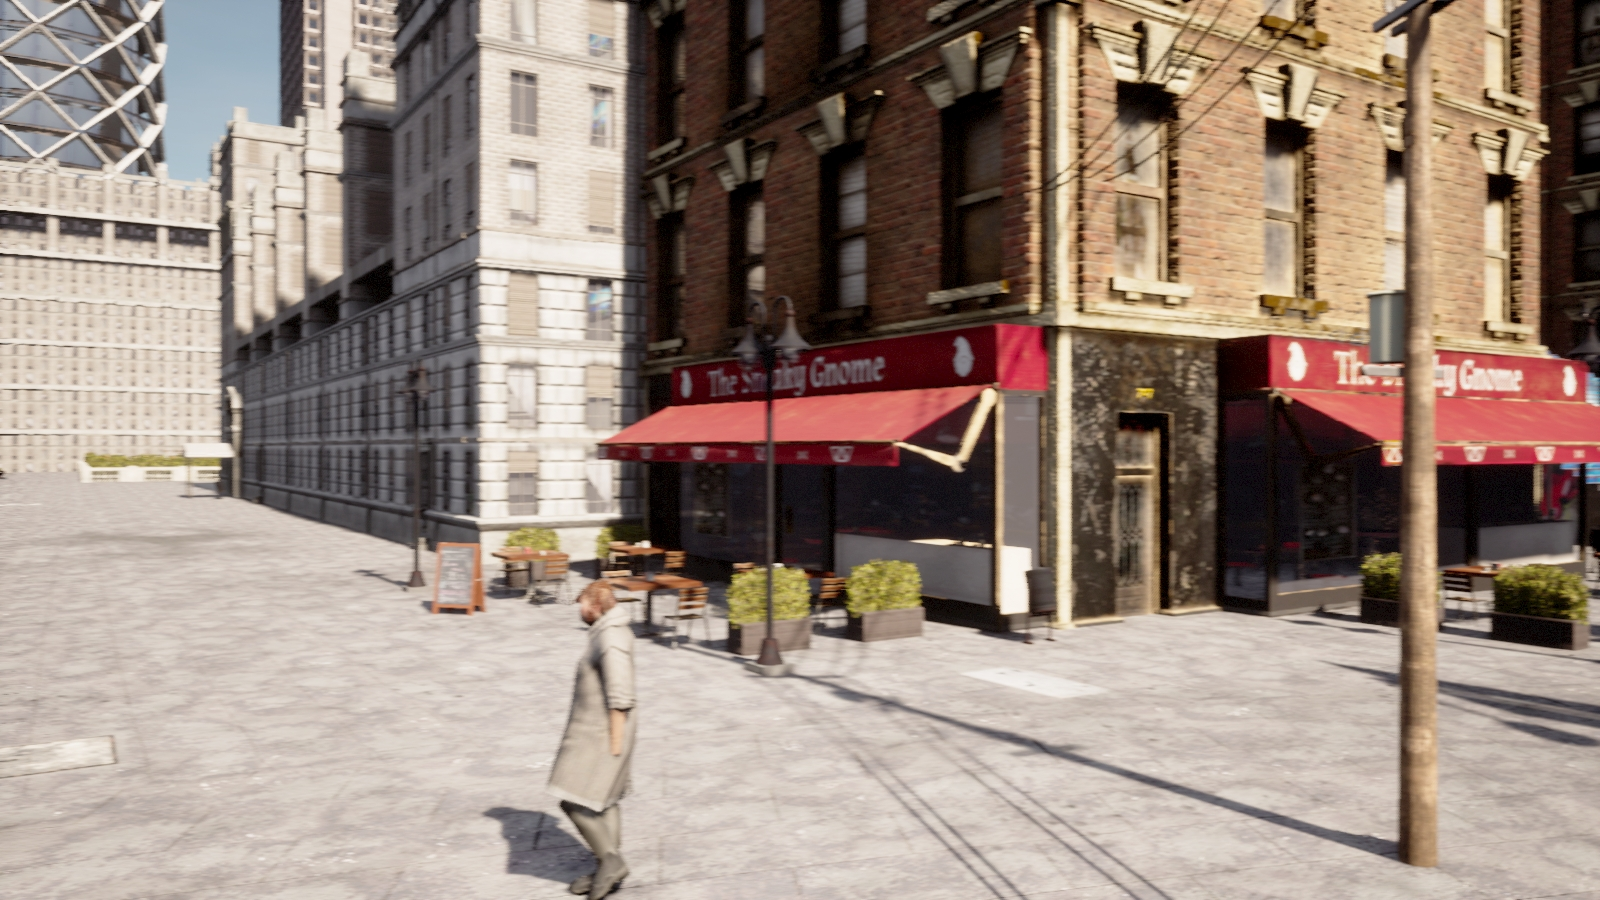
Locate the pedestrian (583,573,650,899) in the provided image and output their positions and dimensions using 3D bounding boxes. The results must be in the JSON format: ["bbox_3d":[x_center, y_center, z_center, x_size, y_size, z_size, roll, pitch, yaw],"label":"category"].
[{"bbox_3d":[-1.093,1.688,6.840,0.375,1.860,0.375,0,0,-6],"label":"pedestrian"}]
